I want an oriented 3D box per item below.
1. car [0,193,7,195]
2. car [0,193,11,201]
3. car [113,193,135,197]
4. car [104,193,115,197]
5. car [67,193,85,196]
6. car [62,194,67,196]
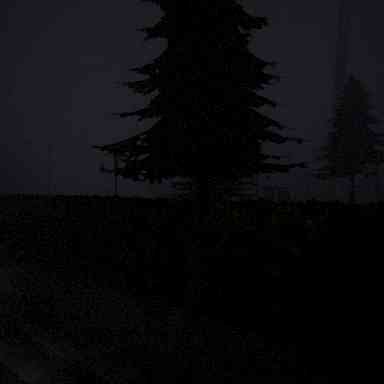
[{"bbox_3d":[-23.746,1.316,41.312,5.027,1.636,2.152,0,0,-45],"label":"car"},{"bbox_3d":[-41.799,1.071,71.665,4.605,1.855,1.932,0,0,-45],"label":"car"},{"bbox_3d":[-10.341,1.370,54.301,3.806,1.475,1.970,0,0,-45],"label":"car"},{"bbox_3d":[-15.901,1.078,70.723,4.605,1.855,1.932,0,0,-45],"label":"car"},{"bbox_3d":[-27.208,1.129,81.623,5.027,1.636,2.152,0,0,-45],"label":"car"},{"bbox_3d":[-31.941,1.206,85.969,3.806,1.475,1.970,0,0,-45],"label":"car"}]
